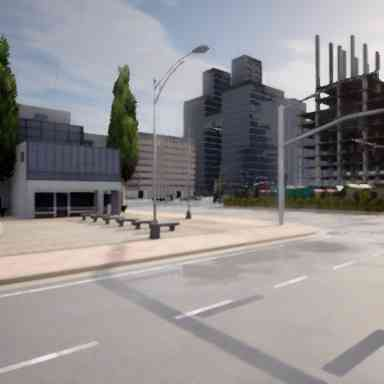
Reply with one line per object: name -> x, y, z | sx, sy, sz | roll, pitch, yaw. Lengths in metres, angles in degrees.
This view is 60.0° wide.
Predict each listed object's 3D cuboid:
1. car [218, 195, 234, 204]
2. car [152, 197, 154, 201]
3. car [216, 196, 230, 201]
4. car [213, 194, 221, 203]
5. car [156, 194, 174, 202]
car -> 7.941, 1.655, 67.733 | 3.806, 1.475, 1.970 | 0, 0, -40
car -> -8.260, 1.519, 87.314 | 4.605, 1.855, 1.932 | 0, 0, -40
car -> 8.719, 1.760, 94.117 | 3.806, 1.475, 1.970 | 0, 0, -40
car -> 6.101, 1.428, 69.969 | 3.866, 1.878, 1.905 | 0, 0, -40
car -> -6.454, 1.510, 85.051 | 3.866, 1.878, 1.905 | 0, 0, -40
